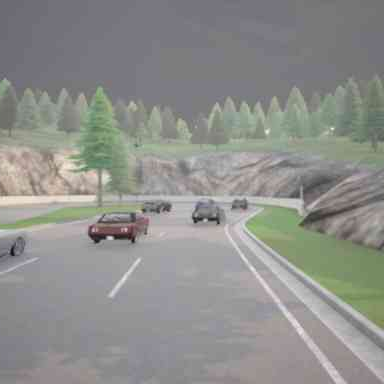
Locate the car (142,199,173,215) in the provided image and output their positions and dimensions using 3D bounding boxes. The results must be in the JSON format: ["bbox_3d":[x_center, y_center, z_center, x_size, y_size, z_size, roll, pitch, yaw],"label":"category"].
[{"bbox_3d":[-3.434,1.449,33.453,2.128,1.511,4.902,0,0,16],"label":"car"}]

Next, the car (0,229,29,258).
[{"bbox_3d":[-6.878,1.588,9.966,1.895,1.301,4.718,0,0,1],"label":"car"}]

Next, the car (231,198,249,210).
[{"bbox_3d":[6.003,1.439,41.438,2.128,1.511,4.902,0,0,13],"label":"car"}]

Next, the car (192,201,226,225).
[{"bbox_3d":[1.340,1.570,24.103,1.895,1.301,4.718,0,0,12],"label":"car"}]

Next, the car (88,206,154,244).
[{"bbox_3d":[-3.248,1.581,15.795,1.895,1.301,4.718,0,0,2],"label":"car"}]

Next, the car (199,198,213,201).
[{"bbox_3d":[1.687,1.476,38.745,1.812,1.442,4.674,0,0,16],"label":"car"}]
